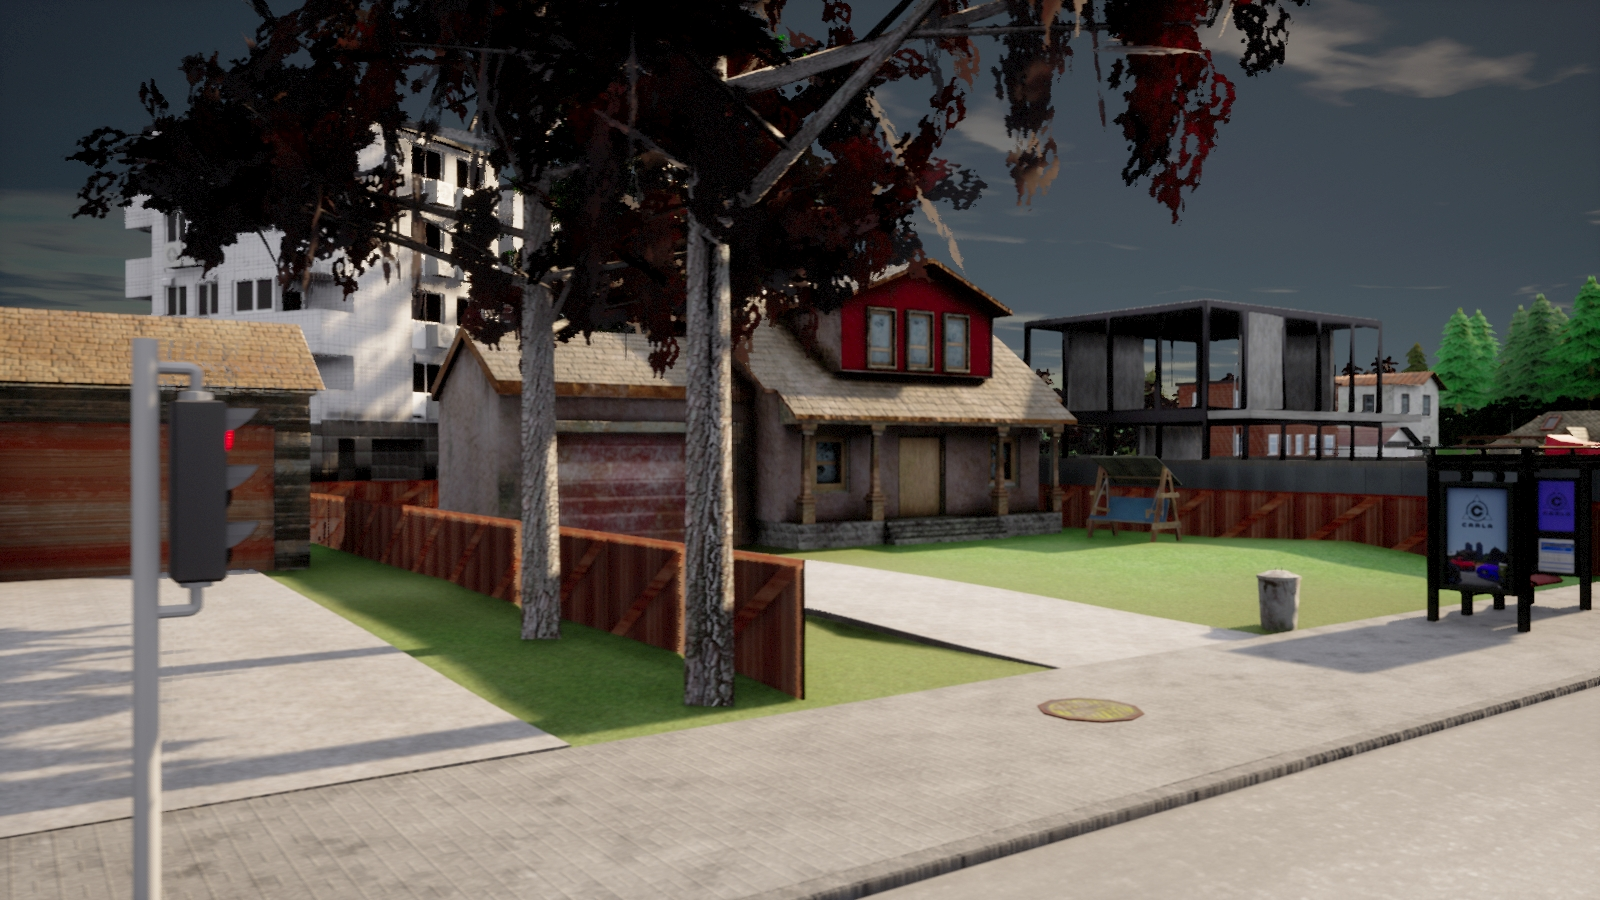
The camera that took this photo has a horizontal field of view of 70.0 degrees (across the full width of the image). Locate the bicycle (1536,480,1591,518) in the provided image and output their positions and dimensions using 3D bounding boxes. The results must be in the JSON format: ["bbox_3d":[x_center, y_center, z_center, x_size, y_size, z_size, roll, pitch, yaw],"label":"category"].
[{"bbox_3d":[31.078,1.986,46.530,0.329,1.471,1.835,0,0,-37],"label":"bicycle"}]
